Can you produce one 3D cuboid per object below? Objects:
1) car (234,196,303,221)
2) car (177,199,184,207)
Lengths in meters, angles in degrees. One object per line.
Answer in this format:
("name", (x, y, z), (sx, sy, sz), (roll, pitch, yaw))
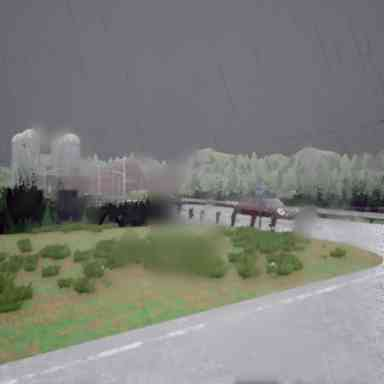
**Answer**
("car", (4.744, 1.085, 21.102), (2.097, 1.767, 4.553), (0, 2, -34))
("car", (-2.889, 0.849, 32.623), (2.033, 1.411, 5.357), (0, 1, -33))
